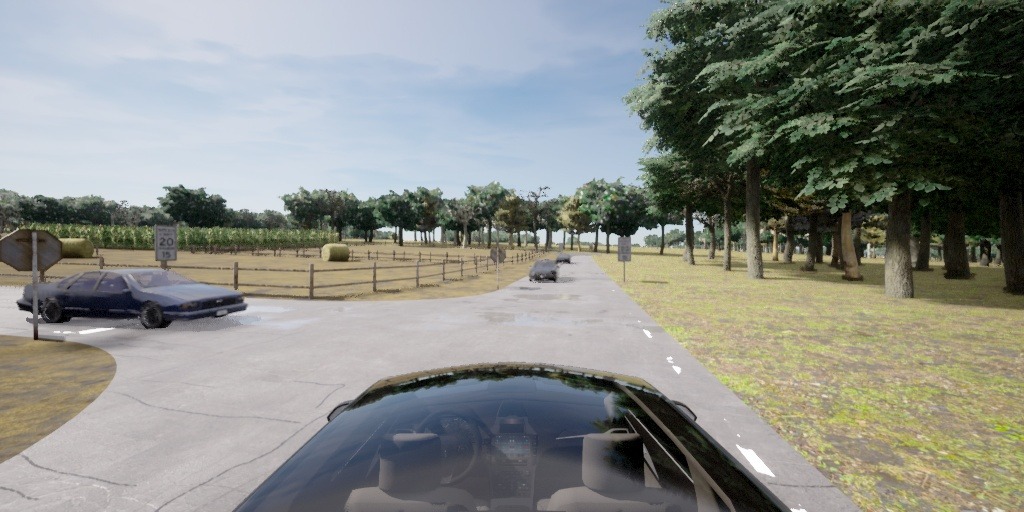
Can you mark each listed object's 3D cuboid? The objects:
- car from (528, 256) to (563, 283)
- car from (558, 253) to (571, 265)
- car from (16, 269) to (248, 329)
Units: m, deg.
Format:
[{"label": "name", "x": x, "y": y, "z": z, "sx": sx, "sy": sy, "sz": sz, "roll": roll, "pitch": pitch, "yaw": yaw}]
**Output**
[{"label": "car", "x": 2.331, "y": 1.016, "z": 25.051, "sx": 1.837, "sy": 1.490, "sz": 4.892, "roll": 0, "pitch": 2, "yaw": 11}, {"label": "car", "x": 7.483, "y": 0.348, "z": 51.728, "sx": 1.882, "sy": 1.535, "sz": 5.008, "roll": 0, "pitch": 2, "yaw": 11}, {"label": "car", "x": -10.292, "y": 1.062, "z": 9.829, "sx": 5.357, "sy": 1.411, "sz": 2.033, "roll": 1, "pitch": 1, "yaw": 8}]
